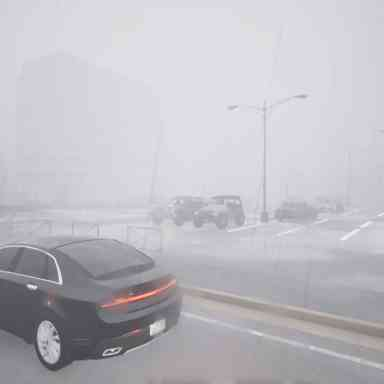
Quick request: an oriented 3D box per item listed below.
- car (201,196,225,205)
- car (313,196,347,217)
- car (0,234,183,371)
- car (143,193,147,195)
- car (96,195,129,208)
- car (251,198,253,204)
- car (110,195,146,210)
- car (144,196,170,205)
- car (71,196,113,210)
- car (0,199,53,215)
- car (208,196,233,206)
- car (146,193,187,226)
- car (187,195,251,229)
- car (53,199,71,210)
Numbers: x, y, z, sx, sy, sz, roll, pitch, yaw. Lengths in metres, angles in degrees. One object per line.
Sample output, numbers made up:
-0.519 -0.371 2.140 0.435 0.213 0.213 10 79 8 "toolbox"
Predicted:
3.741 1.491 59.574 2.128 1.511 4.902 0 0 34 "car"
13.796 1.395 33.136 1.970 1.475 3.806 0 0 34 "car"
-2.416 1.505 5.725 4.892 1.490 1.837 0 0 36 "car"
-6.564 1.221 50.853 2.150 2.045 5.566 0 0 34 "car"
-11.788 1.352 49.403 2.097 1.767 4.553 0 0 34 "car"
9.892 1.505 62.446 1.837 1.490 4.892 0 0 34 "car"
-7.716 1.525 42.566 1.812 1.442 4.674 0 0 34 "car"
-6.007 1.526 57.912 1.812 1.442 4.674 0 0 35 "car"
-12.452 1.526 42.143 1.812 1.442 4.674 0 0 34 "car"
-17.455 1.601 34.732 1.895 1.301 4.718 0 0 34 "car"
4.770 1.491 54.838 2.128 1.511 4.902 0 0 34 "car"
-0.617 1.153 21.873 1.932 1.855 4.605 0 0 34 "car"
1.747 1.156 20.203 1.905 1.878 3.866 0 0 34 "car"
-17.126 1.547 41.486 2.033 1.411 5.357 0 0 34 "car"
